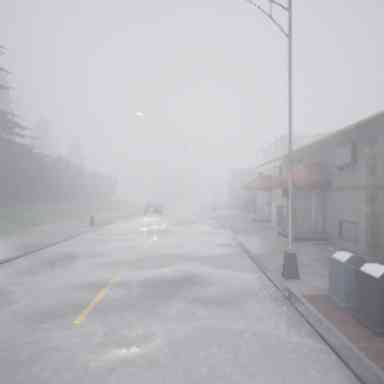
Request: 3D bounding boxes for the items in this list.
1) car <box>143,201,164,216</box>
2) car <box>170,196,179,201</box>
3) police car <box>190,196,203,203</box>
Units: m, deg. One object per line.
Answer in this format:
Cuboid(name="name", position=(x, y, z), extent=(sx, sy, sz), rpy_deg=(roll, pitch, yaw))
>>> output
Cuboid(name="car", position=(-4.068, 1.736, 35.694), extent=(2.128, 1.511, 4.902), rpy_deg=(0, -1, 0))
Cuboid(name="car", position=(-4.012, 1.563, 77.402), extent=(2.097, 1.767, 4.553), rpy_deg=(0, 0, 0))
Cuboid(name="police car", position=(1.184, 2.022, 87.891), extent=(1.930, 1.638, 5.238), rpy_deg=(0, 0, 0))
